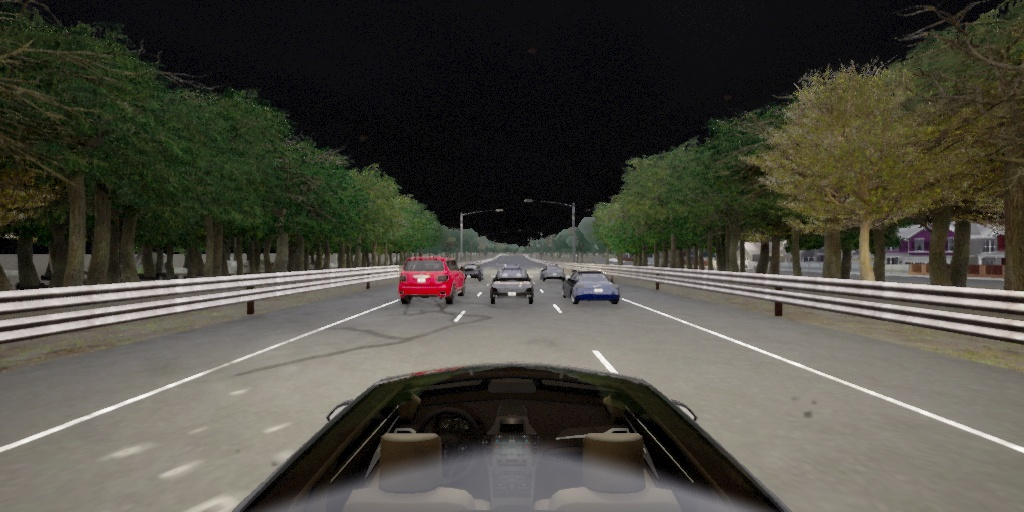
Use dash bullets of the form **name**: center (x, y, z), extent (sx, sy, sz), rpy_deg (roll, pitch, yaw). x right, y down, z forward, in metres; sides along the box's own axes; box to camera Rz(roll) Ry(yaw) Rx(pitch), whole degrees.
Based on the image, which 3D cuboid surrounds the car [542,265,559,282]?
- **car**: center (3.500, 1.507, 31.510), extent (1.994, 1.385, 4.181), rpy_deg (0, -1, 0)

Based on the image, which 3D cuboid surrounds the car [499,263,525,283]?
- **car**: center (0.000, 1.430, 31.511), extent (2.128, 1.511, 4.902), rpy_deg (0, -1, 0)

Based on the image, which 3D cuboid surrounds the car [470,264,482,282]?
- **car**: center (-3.500, 1.451, 31.511), extent (1.837, 1.490, 4.892), rpy_deg (0, -1, 0)

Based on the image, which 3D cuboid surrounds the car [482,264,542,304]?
- **car**: center (0.001, 1.291, 16.505), extent (2.128, 1.511, 4.902), rpy_deg (0, 0, 0)

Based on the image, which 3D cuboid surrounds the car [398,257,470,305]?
- **car**: center (-3.500, 1.054, 16.537), extent (2.150, 2.045, 5.566), rpy_deg (0, 0, 0)

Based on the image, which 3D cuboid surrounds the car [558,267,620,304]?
- **car**: center (3.500, 1.368, 16.505), extent (1.994, 1.385, 4.181), rpy_deg (0, 0, 0)
